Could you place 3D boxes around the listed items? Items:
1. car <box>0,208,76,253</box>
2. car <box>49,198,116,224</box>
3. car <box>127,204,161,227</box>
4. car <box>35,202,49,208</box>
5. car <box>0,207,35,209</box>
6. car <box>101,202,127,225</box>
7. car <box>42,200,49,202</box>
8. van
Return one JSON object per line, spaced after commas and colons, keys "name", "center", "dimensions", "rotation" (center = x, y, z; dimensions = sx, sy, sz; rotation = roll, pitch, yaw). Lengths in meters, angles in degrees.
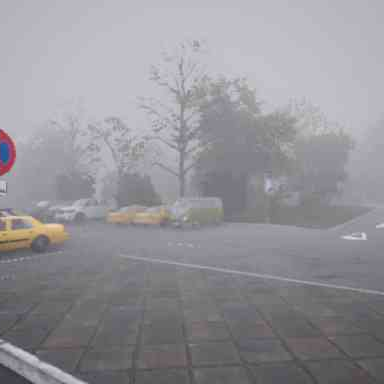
{"name": "car", "center": [-7.318, 1.587, 12.285], "dimensions": [1.946, 1.575, 5.366], "rotation": [-1, -1, 35]}
{"name": "car", "center": [-8.801, 1.559, 28.503], "dimensions": [2.435, 2.045, 5.566], "rotation": [-2, -1, 35]}
{"name": "car", "center": [-1.816, 1.624, 23.863], "dimensions": [1.946, 1.575, 5.366], "rotation": [-1, -1, 35]}
{"name": "car", "center": [-11.075, 1.891, 30.110], "dimensions": [2.231, 1.521, 4.892], "rotation": [-2, -1, 35]}
{"name": "car", "center": [-9.584, 1.515, 14.139], "dimensions": [2.185, 1.767, 4.553], "rotation": [-1, -1, 35]}
{"name": "car", "center": [-3.994, 1.676, 25.392], "dimensions": [1.946, 1.575, 5.366], "rotation": [-2, -1, 35]}
{"name": "car", "center": [-13.285, 1.718, 31.618], "dimensions": [2.435, 2.045, 5.566], "rotation": [-2, -1, 35]}
{"name": "van", "center": [0.294, 1.354, 22.014], "dimensions": [1.878, 1.987, 4.442], "rotation": [-1, -1, 35]}
